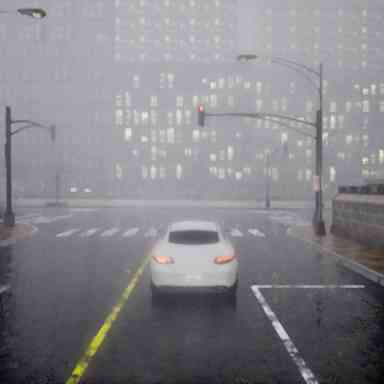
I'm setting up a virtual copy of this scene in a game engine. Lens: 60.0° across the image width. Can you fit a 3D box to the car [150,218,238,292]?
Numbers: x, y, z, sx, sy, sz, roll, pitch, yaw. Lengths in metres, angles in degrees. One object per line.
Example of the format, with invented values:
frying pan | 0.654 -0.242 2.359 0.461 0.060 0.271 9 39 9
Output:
car | 0.050 1.389 8.410 1.812 1.442 4.674 0 1 0
